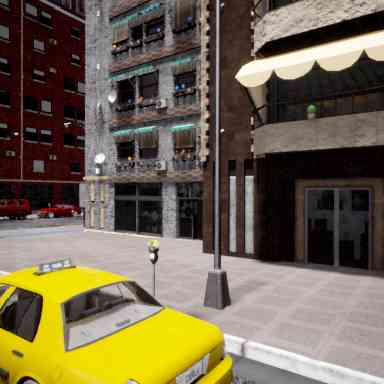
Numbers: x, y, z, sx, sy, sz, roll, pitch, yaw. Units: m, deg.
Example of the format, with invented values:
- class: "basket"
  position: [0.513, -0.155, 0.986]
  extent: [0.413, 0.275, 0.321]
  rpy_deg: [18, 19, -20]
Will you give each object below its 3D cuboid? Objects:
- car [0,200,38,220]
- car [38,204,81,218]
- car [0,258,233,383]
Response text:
- class: "car"
  position: [-16.838, 1.591, 29.453]
  extent: [2.192, 1.841, 5.009]
  rpy_deg: [-1, -2, 35]
- class: "car"
  position: [-13.556, 1.923, 34.101]
  extent: [1.887, 1.381, 4.507]
  rpy_deg: [-1, -2, 35]
- class: "car"
  position: [-1.874, 1.525, 4.199]
  extent: [4.829, 1.417, 1.752]
  rpy_deg: [0, 0, 35]
